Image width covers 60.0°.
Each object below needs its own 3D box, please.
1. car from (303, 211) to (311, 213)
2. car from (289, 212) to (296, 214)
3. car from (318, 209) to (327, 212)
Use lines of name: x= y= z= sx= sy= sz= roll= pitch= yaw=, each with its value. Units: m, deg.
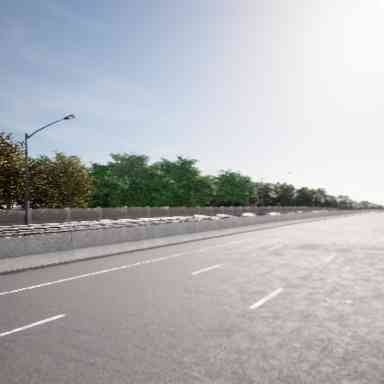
car: x=28.388 y=5.537 z=82.066 sx=1.837 sy=1.490 sz=4.892 roll=-4 pitch=-4 yaw=34
car: x=25.488 y=5.782 z=84.011 sx=2.033 sy=1.411 sz=5.357 roll=-4 pitch=-4 yaw=34
car: x=31.289 y=5.356 z=80.117 sx=1.812 sy=1.442 sz=4.674 roll=-4 pitch=-4 yaw=34
